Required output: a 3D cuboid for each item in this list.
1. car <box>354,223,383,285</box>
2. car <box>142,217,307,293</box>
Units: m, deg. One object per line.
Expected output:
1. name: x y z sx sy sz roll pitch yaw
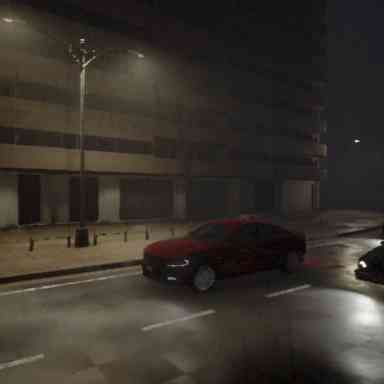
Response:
1. car: 6.395 1.566 8.568 5.357 1.411 2.033 0 0 -36
2. car: 1.059 1.489 9.074 5.008 1.535 1.882 0 0 -36
